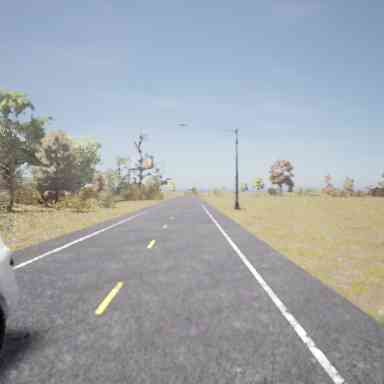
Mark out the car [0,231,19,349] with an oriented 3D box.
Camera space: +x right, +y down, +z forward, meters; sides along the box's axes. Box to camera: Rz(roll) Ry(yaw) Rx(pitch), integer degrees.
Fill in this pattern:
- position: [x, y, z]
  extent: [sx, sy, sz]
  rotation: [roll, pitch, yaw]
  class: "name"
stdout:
- position: [-3.601, 1.222, 2.588]
  extent: [2.150, 2.045, 5.566]
  rotation: [0, 0, 0]
  class: "car"
